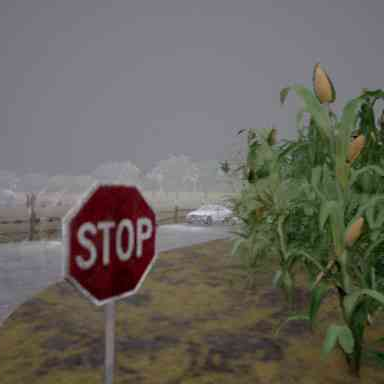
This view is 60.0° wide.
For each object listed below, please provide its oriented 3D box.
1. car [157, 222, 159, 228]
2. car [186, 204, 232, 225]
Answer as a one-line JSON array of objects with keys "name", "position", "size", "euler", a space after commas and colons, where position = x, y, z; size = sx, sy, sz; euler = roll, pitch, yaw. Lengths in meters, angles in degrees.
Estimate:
[{"name": "car", "position": [-4.079, 1.678, 17.967], "size": [2.033, 1.411, 5.357], "euler": [1, 1, 35]}, {"name": "car", "position": [1.426, 1.680, 25.732], "size": [1.812, 1.442, 4.674], "euler": [1, 0, 36]}]
